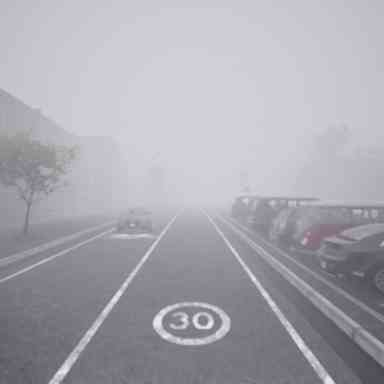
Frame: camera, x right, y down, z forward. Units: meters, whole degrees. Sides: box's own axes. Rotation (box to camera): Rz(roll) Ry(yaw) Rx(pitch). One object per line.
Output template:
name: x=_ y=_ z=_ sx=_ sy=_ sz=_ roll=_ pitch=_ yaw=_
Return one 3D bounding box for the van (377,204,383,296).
van: x=5.717 y=1.259 z=5.257 sx=4.442 sy=1.987 sz=1.878 roll=0 pitch=0 yaw=0

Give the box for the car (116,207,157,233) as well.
car: x=-3.257 y=1.632 z=20.209 sx=1.994 sy=1.385 sz=4.181 roll=0 pitch=0 yaw=0

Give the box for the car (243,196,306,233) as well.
car: x=5.617 y=1.272 z=16.468 sx=5.566 sy=2.045 sz=2.435 roll=0 pitch=0 yaw=0

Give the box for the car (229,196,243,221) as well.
car: x=5.616 y=1.323 z=24.879 sx=5.566 sy=2.045 sz=2.435 roll=0 pitch=0 yaw=0

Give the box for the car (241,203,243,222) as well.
car: x=5.593 y=1.537 z=19.273 sx=4.892 sy=1.521 sz=2.231 roll=0 pitch=0 yaw=0

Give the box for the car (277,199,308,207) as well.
car: x=18.686 y=2.022 z=62.069 sx=5.008 sy=1.535 sz=2.097 roll=0 pitch=-1 yaw=0

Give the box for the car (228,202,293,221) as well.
car: x=5.582 y=1.599 z=27.677 sx=4.892 sy=1.521 sz=2.231 roll=0 pitch=-1 yaw=0

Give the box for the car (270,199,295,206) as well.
car: x=18.680 y=2.146 z=68.617 sx=4.674 sy=1.452 sz=2.002 roll=0 pitch=-1 yaw=0

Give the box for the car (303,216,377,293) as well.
car: x=5.590 y=1.495 z=8.058 sx=4.892 sy=1.521 sz=2.231 roll=0 pitch=0 yaw=0

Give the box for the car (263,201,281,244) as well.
car: x=5.558 y=1.386 z=13.667 sx=4.553 sy=1.767 sz=2.185 roll=0 pitch=0 yaw=0

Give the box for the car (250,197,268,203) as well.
car: x=18.722 y=2.290 z=92.953 sx=4.553 sy=1.767 sz=2.185 roll=0 pitch=-1 yaw=0

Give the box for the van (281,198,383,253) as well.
van: x=5.477 y=1.277 z=10.863 sx=4.442 sy=1.987 sz=1.878 roll=0 pitch=0 yaw=0

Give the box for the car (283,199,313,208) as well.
car: x=18.677 y=2.022 z=58.920 sx=4.674 sy=1.452 sz=2.002 roll=0 pitch=-1 yaw=0

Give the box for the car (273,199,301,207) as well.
car: x=18.676 y=2.065 z=65.342 sx=4.892 sy=1.521 sz=2.231 roll=0 pitch=-1 yaw=0
